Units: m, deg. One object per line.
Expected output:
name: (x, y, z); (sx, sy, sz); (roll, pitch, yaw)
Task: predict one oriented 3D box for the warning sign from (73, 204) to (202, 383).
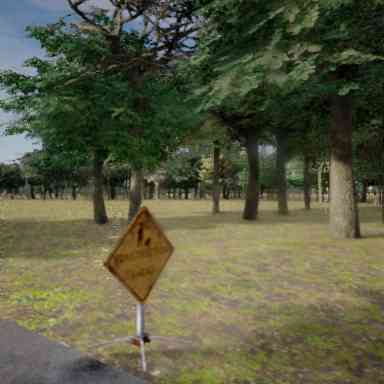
warning sign: (-0.676, 1.116, 4.407); (1.060, 1.860, 1.300); (0, 0, 35)
